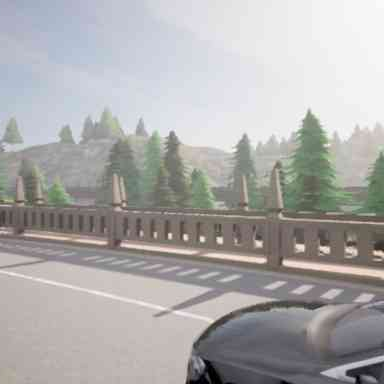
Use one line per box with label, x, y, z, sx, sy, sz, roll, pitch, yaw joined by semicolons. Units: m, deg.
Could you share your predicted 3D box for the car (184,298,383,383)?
car;2.165;1.481;2.264;4.902;1.511;2.128;0;0;35
